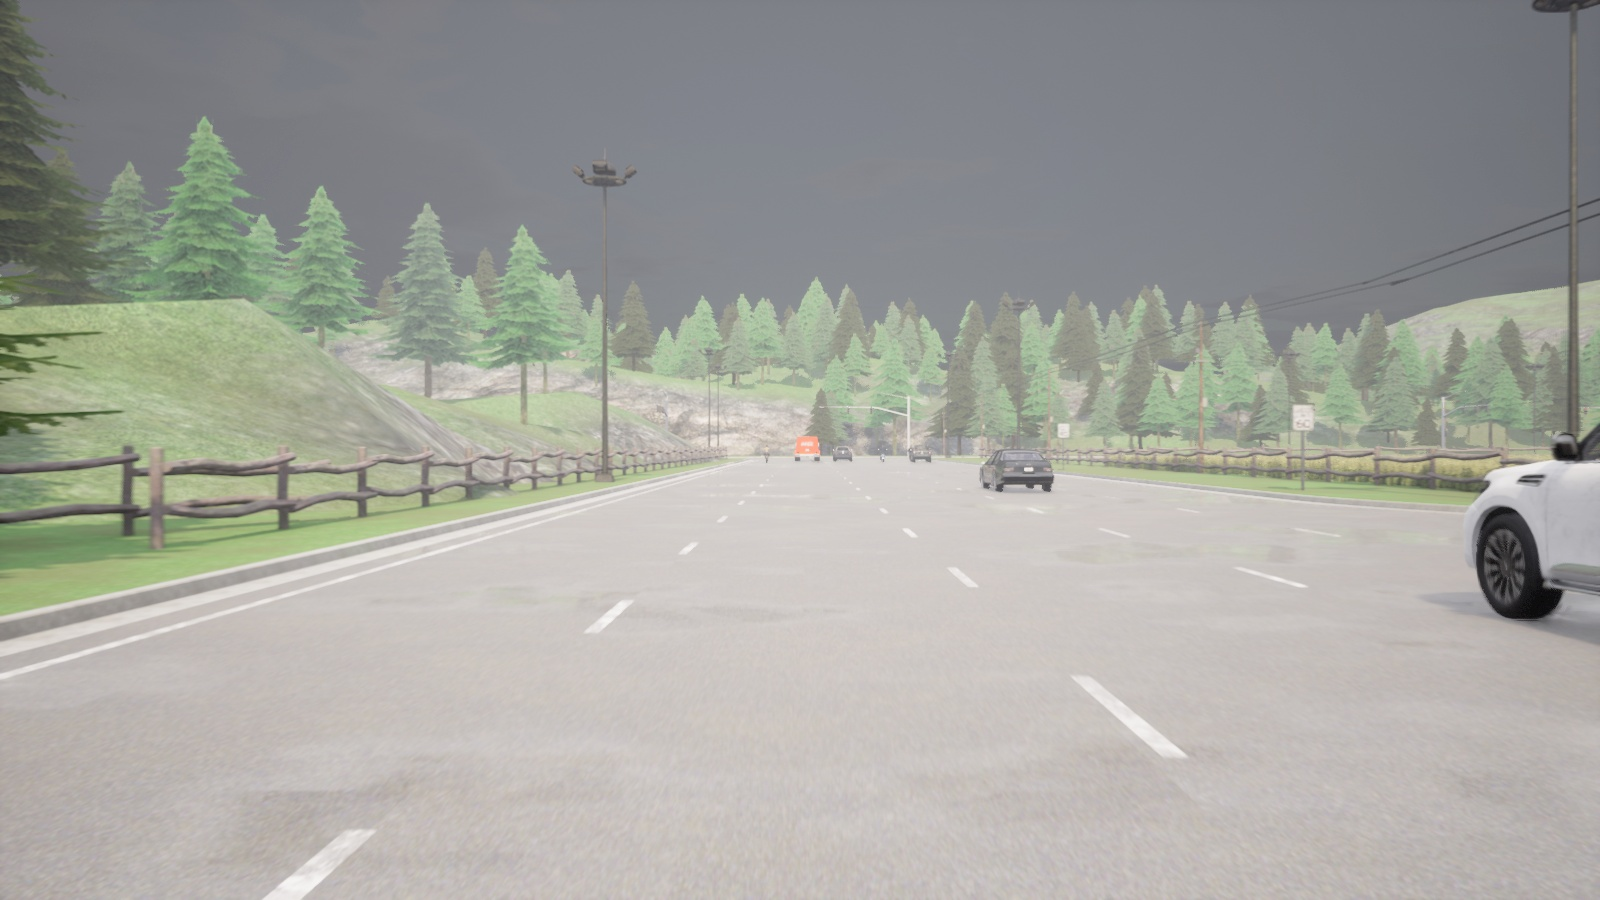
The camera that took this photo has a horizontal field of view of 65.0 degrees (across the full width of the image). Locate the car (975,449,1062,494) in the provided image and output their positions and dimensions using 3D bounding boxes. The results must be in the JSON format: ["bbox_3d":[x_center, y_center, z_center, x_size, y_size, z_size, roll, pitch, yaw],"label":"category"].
[{"bbox_3d":[7.258,0.672,42.250,2.033,1.411,5.357,0,0,0],"label":"car"}]

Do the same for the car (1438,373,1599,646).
[{"bbox_3d":[7.067,0.446,9.032,2.150,2.045,5.566,0,0,0],"label":"car"}]
